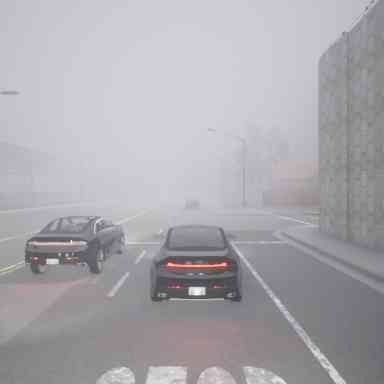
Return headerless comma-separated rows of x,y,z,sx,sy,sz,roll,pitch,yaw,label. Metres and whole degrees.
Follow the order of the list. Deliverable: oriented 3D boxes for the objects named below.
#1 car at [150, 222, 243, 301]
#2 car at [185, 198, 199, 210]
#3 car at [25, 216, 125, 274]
0.085,1.505,8.300,1.837,1.490,4.892,0,0,0,car
0.012,1.491,44.128,2.128,1.511,4.902,0,0,0,car
-3.421,1.492,10.571,2.128,1.511,4.902,0,0,0,car
